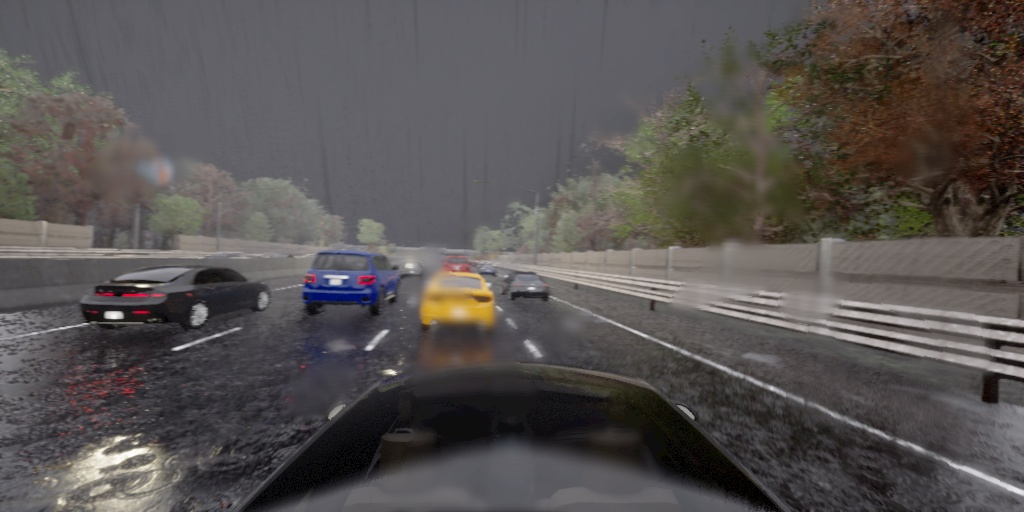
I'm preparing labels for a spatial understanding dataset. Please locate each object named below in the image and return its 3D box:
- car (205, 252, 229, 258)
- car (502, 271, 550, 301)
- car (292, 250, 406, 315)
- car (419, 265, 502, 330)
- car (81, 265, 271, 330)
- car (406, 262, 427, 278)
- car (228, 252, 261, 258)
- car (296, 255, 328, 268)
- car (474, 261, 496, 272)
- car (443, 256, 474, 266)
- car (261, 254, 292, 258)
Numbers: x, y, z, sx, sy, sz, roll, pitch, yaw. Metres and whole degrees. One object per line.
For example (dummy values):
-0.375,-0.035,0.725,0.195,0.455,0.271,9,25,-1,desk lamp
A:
-35.321,0.245,44.253,2.033,1.411,5.357,2,-1,-8,car
0.597,1.491,18.681,1.994,1.385,4.181,2,-1,-9,car
-5.460,0.848,12.911,2.150,2.045,5.566,2,-1,-9,car
-1.665,1.244,11.234,1.882,1.535,5.008,2,-1,-9,car
-8.513,0.978,9.741,1.837,1.490,4.892,2,-1,-9,car
-8.244,1.239,30.577,1.994,1.385,4.181,2,-1,-9,car
-31.718,0.440,43.710,1.895,1.301,4.718,2,-1,-9,car
-24.804,0.636,44.745,1.837,1.490,4.892,2,0,-9,car
-2.916,1.554,41.054,1.994,1.385,4.181,2,-1,-9,car
-4.601,1.039,29.967,2.150,2.045,5.566,2,-1,-9,car
-28.250,0.490,44.164,1.837,1.490,4.892,2,-1,-9,car
